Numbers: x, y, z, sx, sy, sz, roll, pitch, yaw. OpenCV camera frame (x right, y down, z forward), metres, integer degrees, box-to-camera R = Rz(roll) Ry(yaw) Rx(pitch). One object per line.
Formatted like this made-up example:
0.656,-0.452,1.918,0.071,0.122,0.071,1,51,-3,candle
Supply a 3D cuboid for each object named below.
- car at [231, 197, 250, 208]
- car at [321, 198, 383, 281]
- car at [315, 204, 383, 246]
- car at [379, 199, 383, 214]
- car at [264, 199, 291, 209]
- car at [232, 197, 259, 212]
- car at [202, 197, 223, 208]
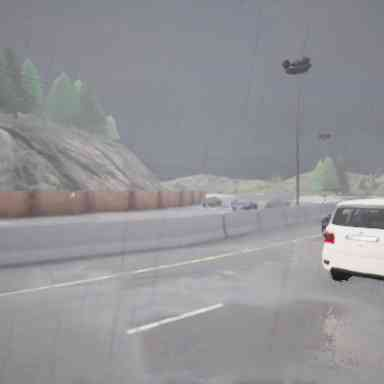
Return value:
7.062,1.425,47.736,1.812,1.442,4.674,0,0,20,car
5.502,1.181,8.685,5.566,2.045,2.150,0,0,-42,car
7.863,1.441,16.054,1.837,1.490,4.892,0,0,43,car
19.924,1.448,33.305,1.895,1.301,4.718,0,0,28,car
9.439,1.448,36.191,2.033,1.411,5.357,0,0,29,car
6.140,1.443,37.581,1.812,1.442,4.674,0,0,29,car
2.942,1.428,46.874,1.837,1.490,4.892,0,0,23,car
